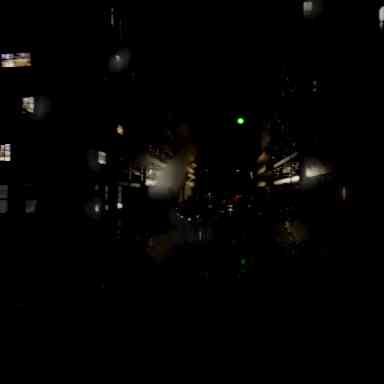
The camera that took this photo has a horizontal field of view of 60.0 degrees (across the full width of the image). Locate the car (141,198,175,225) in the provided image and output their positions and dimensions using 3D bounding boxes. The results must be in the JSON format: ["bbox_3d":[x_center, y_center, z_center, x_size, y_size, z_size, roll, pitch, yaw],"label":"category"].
[{"bbox_3d":[-2.325,1.397,24.887,2.192,1.841,5.009,0,0,6],"label":"car"}]

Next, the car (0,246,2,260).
[{"bbox_3d":[-8.142,1.735,10.396,4.674,1.442,1.812,-1,-1,20],"label":"car"}]

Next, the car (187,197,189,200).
[{"bbox_3d":[-0.497,1.642,41.443,1.887,1.381,4.507,0,0,6],"label":"car"}]

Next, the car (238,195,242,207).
[{"bbox_3d":[8.552,1.468,51.617,1.967,1.590,4.097,0,0,6],"label":"car"}]

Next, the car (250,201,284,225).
[{"bbox_3d":[5.510,1.570,24.024,1.947,1.339,4.313,0,0,6],"label":"car"}]

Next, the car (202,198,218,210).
[{"bbox_3d":[2.454,1.601,44.825,1.812,1.442,4.674,-1,0,6],"label":"car"}]

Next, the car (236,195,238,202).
[{"bbox_3d":[9.770,1.587,62.654,2.008,1.369,4.403,0,0,6],"label":"car"}]

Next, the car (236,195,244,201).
[{"bbox_3d":[12.204,1.591,84.728,1.887,1.381,4.507,0,0,6],"label":"car"}]

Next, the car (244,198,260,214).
[{"bbox_3d":[6.728,1.596,35.061,1.802,1.307,4.206,0,0,6],"label":"car"}]

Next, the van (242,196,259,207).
[{"bbox_3d":[7.334,1.360,40.580,1.690,1.788,3.998,0,0,6],"label":"van"}]

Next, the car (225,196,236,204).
[{"bbox_3d":[7.320,1.540,63.870,1.882,1.535,5.008,-1,0,6],"label":"car"}]

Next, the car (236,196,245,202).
[{"bbox_3d":[11.595,1.589,79.209,1.887,1.381,4.507,0,0,6],"label":"car"}]

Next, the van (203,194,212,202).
[{"bbox_3d":[3.762,1.464,80.073,1.690,1.788,3.998,0,0,6],"label":"van"}]

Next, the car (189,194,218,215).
[{"bbox_3d":[1.254,1.419,34.637,2.097,1.767,4.553,-1,0,7],"label":"car"}]

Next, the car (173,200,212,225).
[{"bbox_3d":[0.155,1.562,24.472,1.837,1.490,4.892,-1,0,8],"label":"car"}]
